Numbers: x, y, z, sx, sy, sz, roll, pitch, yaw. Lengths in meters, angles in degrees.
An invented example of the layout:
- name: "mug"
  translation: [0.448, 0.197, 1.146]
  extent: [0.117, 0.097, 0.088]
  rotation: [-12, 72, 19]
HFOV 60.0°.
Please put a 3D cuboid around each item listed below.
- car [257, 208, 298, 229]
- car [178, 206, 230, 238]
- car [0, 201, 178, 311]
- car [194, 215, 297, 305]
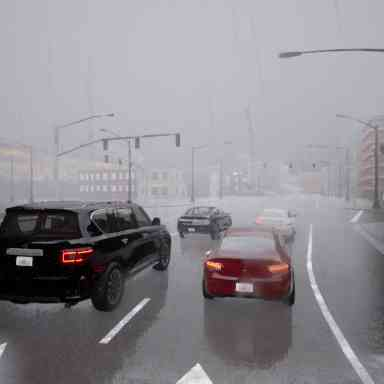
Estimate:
- name: "car"
  translation: [4.191, 1.526, 16.557]
  extent: [1.812, 1.442, 4.674]
  rotation: [0, 0, 20]
- name: "car"
  translation: [0.784, 1.491, 17.289]
  extent: [2.128, 1.511, 4.902]
  rotation: [0, 0, 19]
- name: "car"
  translation: [-2.161, 1.221, 8.039]
  extent: [2.150, 2.045, 5.566]
  rotation: [0, 0, 12]
- name: "car"
  translation: [1.452, 1.526, 8.124]
  extent: [1.812, 1.442, 4.674]
  rotation: [0, 0, 13]
